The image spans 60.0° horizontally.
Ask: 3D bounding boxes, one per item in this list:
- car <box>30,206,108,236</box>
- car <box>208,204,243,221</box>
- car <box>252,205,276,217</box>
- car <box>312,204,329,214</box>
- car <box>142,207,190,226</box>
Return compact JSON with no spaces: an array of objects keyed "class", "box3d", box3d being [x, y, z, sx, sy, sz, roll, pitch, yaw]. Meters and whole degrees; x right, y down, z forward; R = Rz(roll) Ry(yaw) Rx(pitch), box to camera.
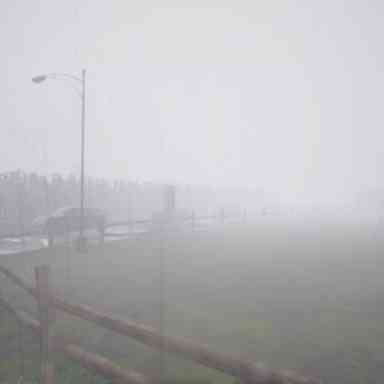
[{"class":"car","box3d":[-7.470,1.658,20.528,2.097,1.767,4.553,-1,-2,35]},{"class":"car","box3d":[3.624,2.096,35.886,2.097,1.767,4.553,-1,-2,36]},{"class":"car","box3d":[9.700,2.506,44.145,1.812,1.442,4.674,-1,-2,36]},{"class":"car","box3d":[21.324,2.795,55.263,1.882,1.535,5.008,-1,-2,36]},{"class":"car","box3d":[-2.089,2.012,28.027,2.128,1.511,4.902,-1,-2,36]}]
